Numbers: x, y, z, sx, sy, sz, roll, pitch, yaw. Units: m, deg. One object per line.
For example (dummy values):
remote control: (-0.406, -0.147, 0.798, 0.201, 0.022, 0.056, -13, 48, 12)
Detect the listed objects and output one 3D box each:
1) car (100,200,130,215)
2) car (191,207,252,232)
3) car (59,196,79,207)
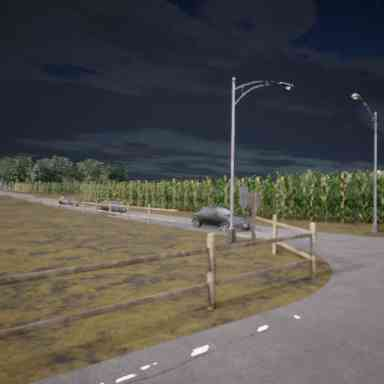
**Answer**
car: (-8.174, 1.641, 35.180, 1.837, 1.490, 4.892, 2, -1, -35)
car: (1.763, 1.674, 21.220, 1.812, 1.442, 4.674, 2, -1, -35)
car: (-18.592, 1.427, 49.980, 2.097, 1.767, 4.553, 2, 0, -35)
